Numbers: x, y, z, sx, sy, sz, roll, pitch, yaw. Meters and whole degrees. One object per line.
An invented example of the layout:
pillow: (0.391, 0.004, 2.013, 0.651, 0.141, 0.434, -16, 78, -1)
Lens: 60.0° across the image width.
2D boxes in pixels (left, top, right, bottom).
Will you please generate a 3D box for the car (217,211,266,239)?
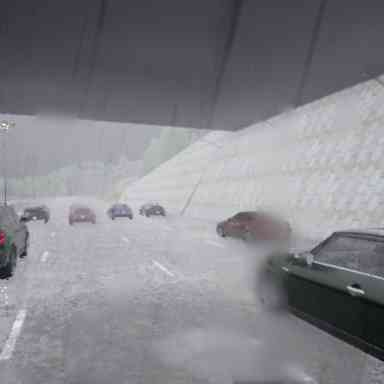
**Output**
car: (2.782, 1.595, 15.507, 1.812, 1.442, 4.674, 0, 0, -21)

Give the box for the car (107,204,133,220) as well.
car: (-6.816, 1.821, 31.158, 2.033, 1.411, 5.357, 0, 0, -20)

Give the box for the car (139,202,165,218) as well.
car: (-4.089, 1.787, 33.853, 1.812, 1.442, 4.674, 0, 0, -21)

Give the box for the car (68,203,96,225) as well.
car: (-8.899, 1.831, 26.759, 1.994, 1.385, 4.181, 0, 0, -21)

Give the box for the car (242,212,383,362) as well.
car: (2.891, 1.353, 5.214, 2.097, 1.767, 4.553, 0, 0, -20)

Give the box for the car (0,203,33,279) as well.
car: (-6.433, 1.355, 10.170, 2.150, 2.045, 5.566, 0, 0, -21)

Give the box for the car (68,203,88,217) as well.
car: (-12.663, 1.937, 36.789, 1.994, 1.385, 4.181, 0, 0, -21)

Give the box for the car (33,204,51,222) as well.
car: (-13.443, 1.836, 28.898, 1.837, 1.490, 4.892, 0, 0, -21)
